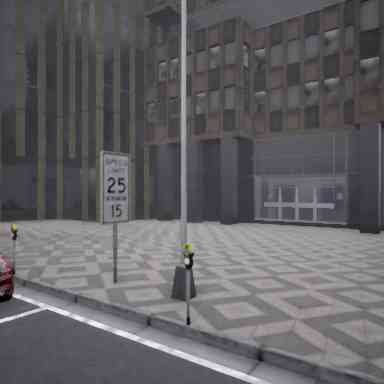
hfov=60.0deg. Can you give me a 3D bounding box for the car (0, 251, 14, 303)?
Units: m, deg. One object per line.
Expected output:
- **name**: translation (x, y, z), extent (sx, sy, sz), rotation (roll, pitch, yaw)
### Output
- **car**: translation (-5.532, 1.439, 6.909), extent (4.097, 1.590, 1.967), rotation (0, 0, 36)
